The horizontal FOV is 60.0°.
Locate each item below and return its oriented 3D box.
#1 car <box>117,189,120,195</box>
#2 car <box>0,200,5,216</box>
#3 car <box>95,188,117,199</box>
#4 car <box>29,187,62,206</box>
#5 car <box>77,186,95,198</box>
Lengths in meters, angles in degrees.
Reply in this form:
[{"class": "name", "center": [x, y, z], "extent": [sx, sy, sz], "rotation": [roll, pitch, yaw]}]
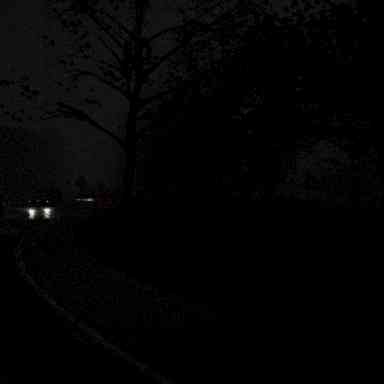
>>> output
[{"class": "car", "center": [-15.790, -0.040, 67.627], "extent": [2.033, 1.411, 5.357], "rotation": [0, 1, -5]}, {"class": "car", "center": [-15.259, 1.110, 23.922], "extent": [1.837, 1.490, 4.892], "rotation": [0, 1, -5]}, {"class": "car", "center": [-14.918, 0.177, 57.630], "extent": [2.097, 1.767, 4.553], "rotation": [0, 1, -5]}, {"class": "car", "center": [-16.503, 0.504, 37.773], "extent": [2.150, 2.045, 5.566], "rotation": [0, 2, -5]}, {"class": "car", "center": [-18.200, 0.011, 57.719], "extent": [2.150, 2.045, 5.566], "rotation": [0, 1, -5]}]
